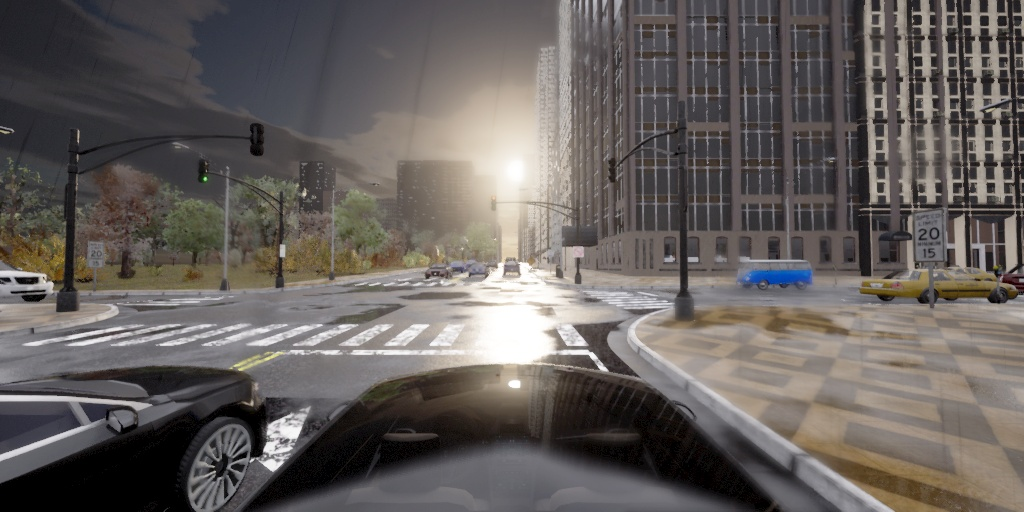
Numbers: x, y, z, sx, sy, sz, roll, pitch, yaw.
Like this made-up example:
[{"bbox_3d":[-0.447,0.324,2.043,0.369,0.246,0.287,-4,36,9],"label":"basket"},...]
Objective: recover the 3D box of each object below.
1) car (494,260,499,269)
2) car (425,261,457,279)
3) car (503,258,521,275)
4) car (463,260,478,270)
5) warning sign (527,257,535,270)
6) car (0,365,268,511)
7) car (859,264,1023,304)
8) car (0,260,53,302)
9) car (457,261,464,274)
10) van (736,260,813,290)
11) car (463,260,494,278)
[{"bbox_3d":[-3.423,1.447,62.922,2.128,1.511,4.902,0,0,0],"label":"car"},{"bbox_3d":[-6.684,1.379,33.256,1.994,1.385,4.181,0,0,0],"label":"car"},{"bbox_3d":[-0.012,1.321,41.407,1.882,1.535,5.008,0,0,0],"label":"car"},{"bbox_3d":[-6.739,1.410,59.221,1.882,1.535,5.008,0,0,0],"label":"car"},{"bbox_3d":[2.710,1.000,50.679,1.300,1.860,1.060,0,0,0],"label":"warning sign"},{"bbox_3d":[-3.143,1.241,1.308,2.128,1.511,4.902,0,0,0],"label":"car"},{"bbox_3d":[16.293,1.075,13.761,4.829,1.417,1.751,0,0,-1],"label":"car"},{"bbox_3d":[-23.574,1.057,15.456,5.566,2.045,2.150,0,-2,-1],"label":"car"},{"bbox_3d":[-6.717,1.332,44.038,1.882,1.535,5.008,0,0,0],"label":"car"},{"bbox_3d":[15.888,1.122,21.778,3.998,1.789,1.690,0,0,-1],"label":"van"},{"bbox_3d":[-3.245,1.370,35.727,2.033,1.411,5.357,0,0,0],"label":"car"}]
